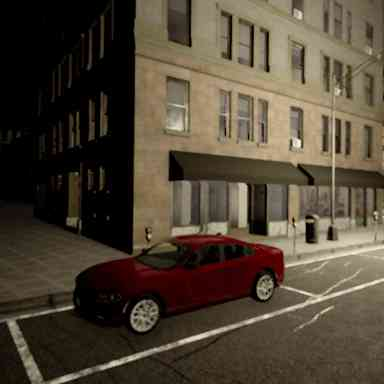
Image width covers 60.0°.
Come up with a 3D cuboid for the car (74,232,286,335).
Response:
[{"bbox_3d":[-0.030,1.559,6.735,4.507,1.381,1.887,0,0,-35],"label":"car"}]
